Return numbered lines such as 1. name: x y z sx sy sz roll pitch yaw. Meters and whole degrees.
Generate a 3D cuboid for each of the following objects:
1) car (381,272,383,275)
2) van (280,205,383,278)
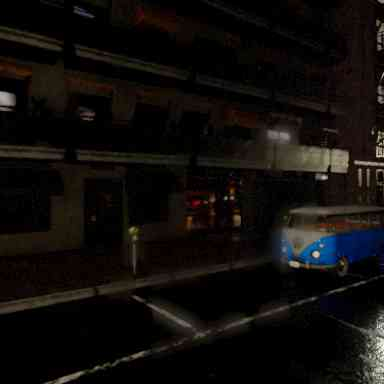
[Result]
1. car: 6.861 1.167 8.239 5.566 2.045 2.150 0 0 -36
2. van: 4.315 1.309 9.720 3.998 1.788 1.690 0 0 -36
